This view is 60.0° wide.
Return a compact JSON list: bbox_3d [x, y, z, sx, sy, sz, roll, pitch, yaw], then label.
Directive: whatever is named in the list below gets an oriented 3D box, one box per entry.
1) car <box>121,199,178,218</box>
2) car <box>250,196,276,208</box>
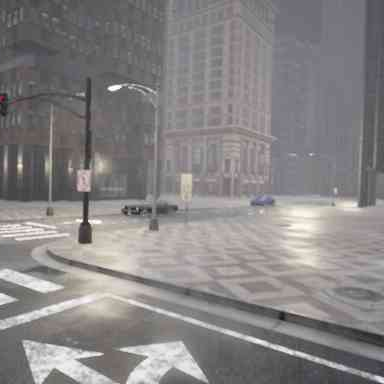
[{"bbox_3d":[-3.221,1.244,25.730,1.895,1.301,4.718,3,1,36],"label":"car"},{"bbox_3d":[9.264,1.236,43.119,1.882,1.535,5.008,3,1,36],"label":"car"}]
